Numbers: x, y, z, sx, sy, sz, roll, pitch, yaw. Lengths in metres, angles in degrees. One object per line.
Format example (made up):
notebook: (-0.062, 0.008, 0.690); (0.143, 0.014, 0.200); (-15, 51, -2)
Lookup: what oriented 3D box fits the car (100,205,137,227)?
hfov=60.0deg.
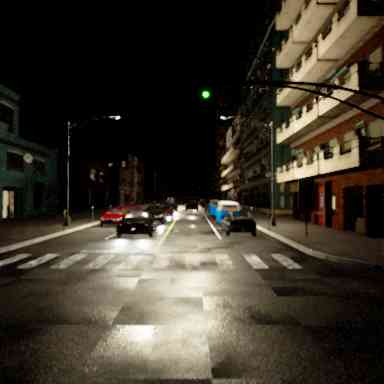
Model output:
car: (-5.683, 1.866, 25.250); (1.802, 1.307, 4.206); (1, -1, 0)

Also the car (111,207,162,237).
car: (-3.092, 1.785, 19.478); (1.994, 1.385, 4.181); (0, -1, 0)

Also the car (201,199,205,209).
car: (2.695, 2.055, 47.779); (1.752, 1.417, 4.829); (1, -1, 0)

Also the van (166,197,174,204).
van: (-5.688, 2.264, 86.632); (1.690, 1.788, 3.998); (1, -1, 0)

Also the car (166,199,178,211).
car: (-3.055, 2.139, 48.671); (1.895, 1.301, 4.718); (0, -1, 1)

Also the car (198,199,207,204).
car: (2.689, 2.475, 86.673); (2.008, 1.369, 4.403); (1, -1, 0)

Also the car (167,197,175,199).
car: (-5.691, 2.434, 81.049); (1.947, 1.339, 4.313); (1, -1, 0)

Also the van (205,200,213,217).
van: (2.699, 1.750, 36.451); (1.690, 1.788, 3.998); (1, -1, 0)

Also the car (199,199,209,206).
car: (2.691, 2.358, 75.512); (1.887, 1.381, 4.507); (1, -1, 0)

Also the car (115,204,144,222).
car: (-5.683, 1.891, 30.831); (1.887, 1.381, 4.507); (1, -1, 0)

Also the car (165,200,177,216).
car: (-3.096, 1.987, 37.862); (1.994, 1.385, 4.181); (0, -1, 0)

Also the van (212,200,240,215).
van: (2.701, 1.627, 25.289); (1.690, 1.788, 3.998); (1, -1, 0)

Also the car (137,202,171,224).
car: (-3.097, 1.840, 27.951); (1.812, 1.442, 4.674); (0, -1, 0)

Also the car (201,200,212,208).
car: (2.692, 2.268, 64.351); (1.947, 1.339, 4.313); (1, -1, 0)

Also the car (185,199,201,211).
car: (-0.008, 2.022, 49.191); (1.882, 1.535, 5.008); (0, -1, 0)

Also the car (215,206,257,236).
car: (2.699, 1.775, 19.708); (2.008, 1.369, 4.403); (1, -1, 0)

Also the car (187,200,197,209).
car: (-0.011, 2.179, 59.613); (1.812, 1.442, 4.674); (0, -1, 0)
